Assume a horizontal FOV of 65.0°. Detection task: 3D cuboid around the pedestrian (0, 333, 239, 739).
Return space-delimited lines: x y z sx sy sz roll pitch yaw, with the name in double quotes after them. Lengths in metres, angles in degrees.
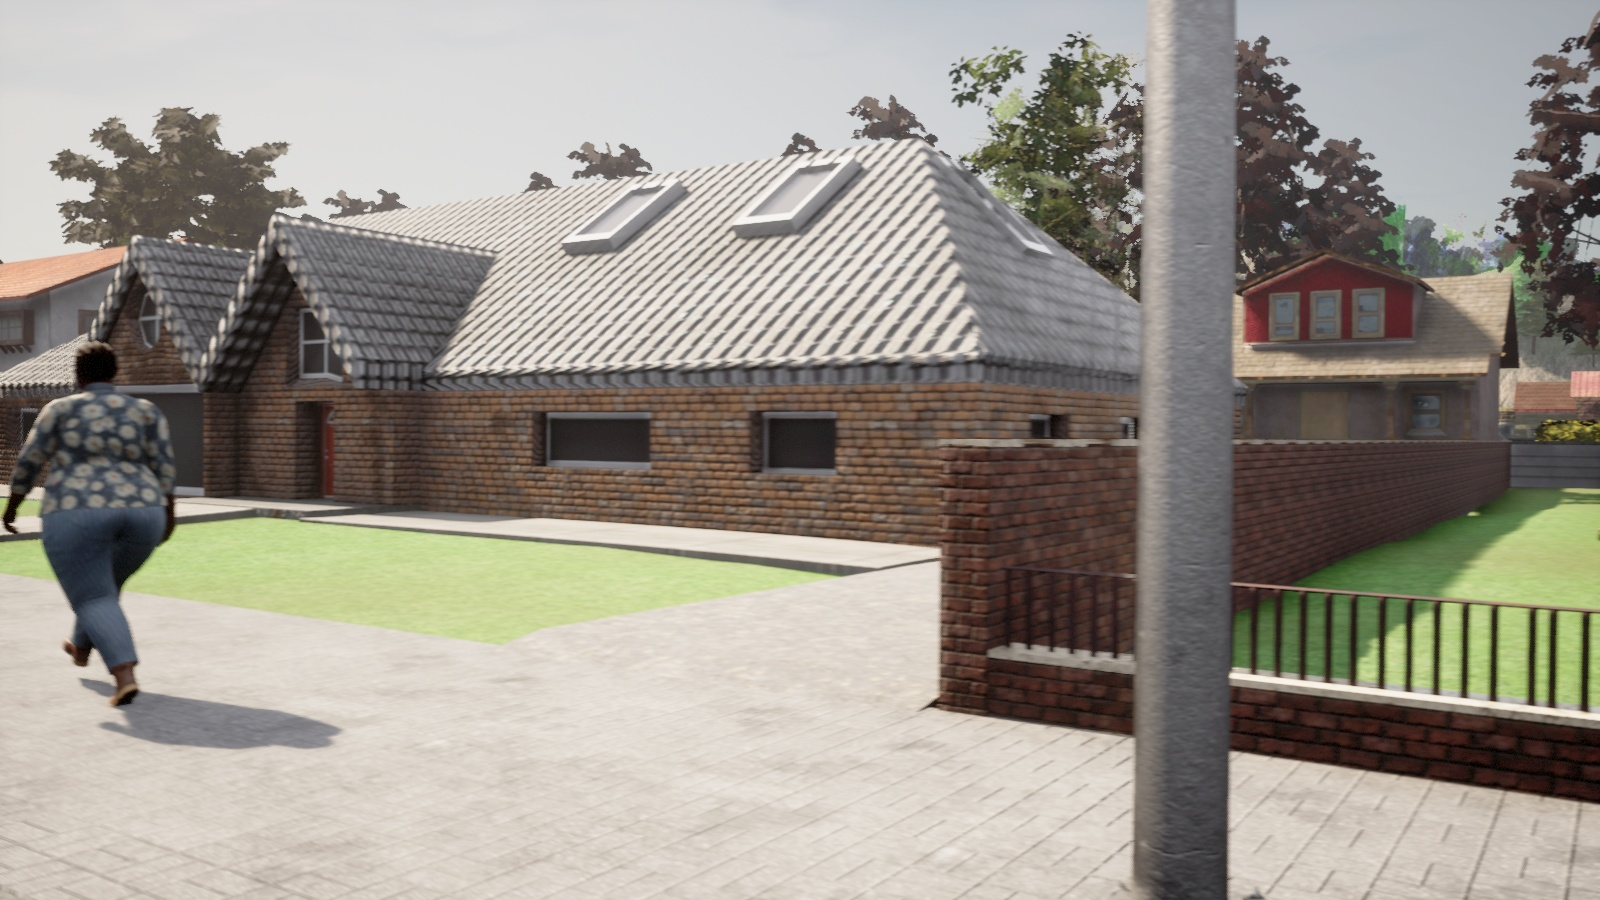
-3.481 0.386 6.351 0.900 1.855 0.874 0 1 44 "pedestrian"
